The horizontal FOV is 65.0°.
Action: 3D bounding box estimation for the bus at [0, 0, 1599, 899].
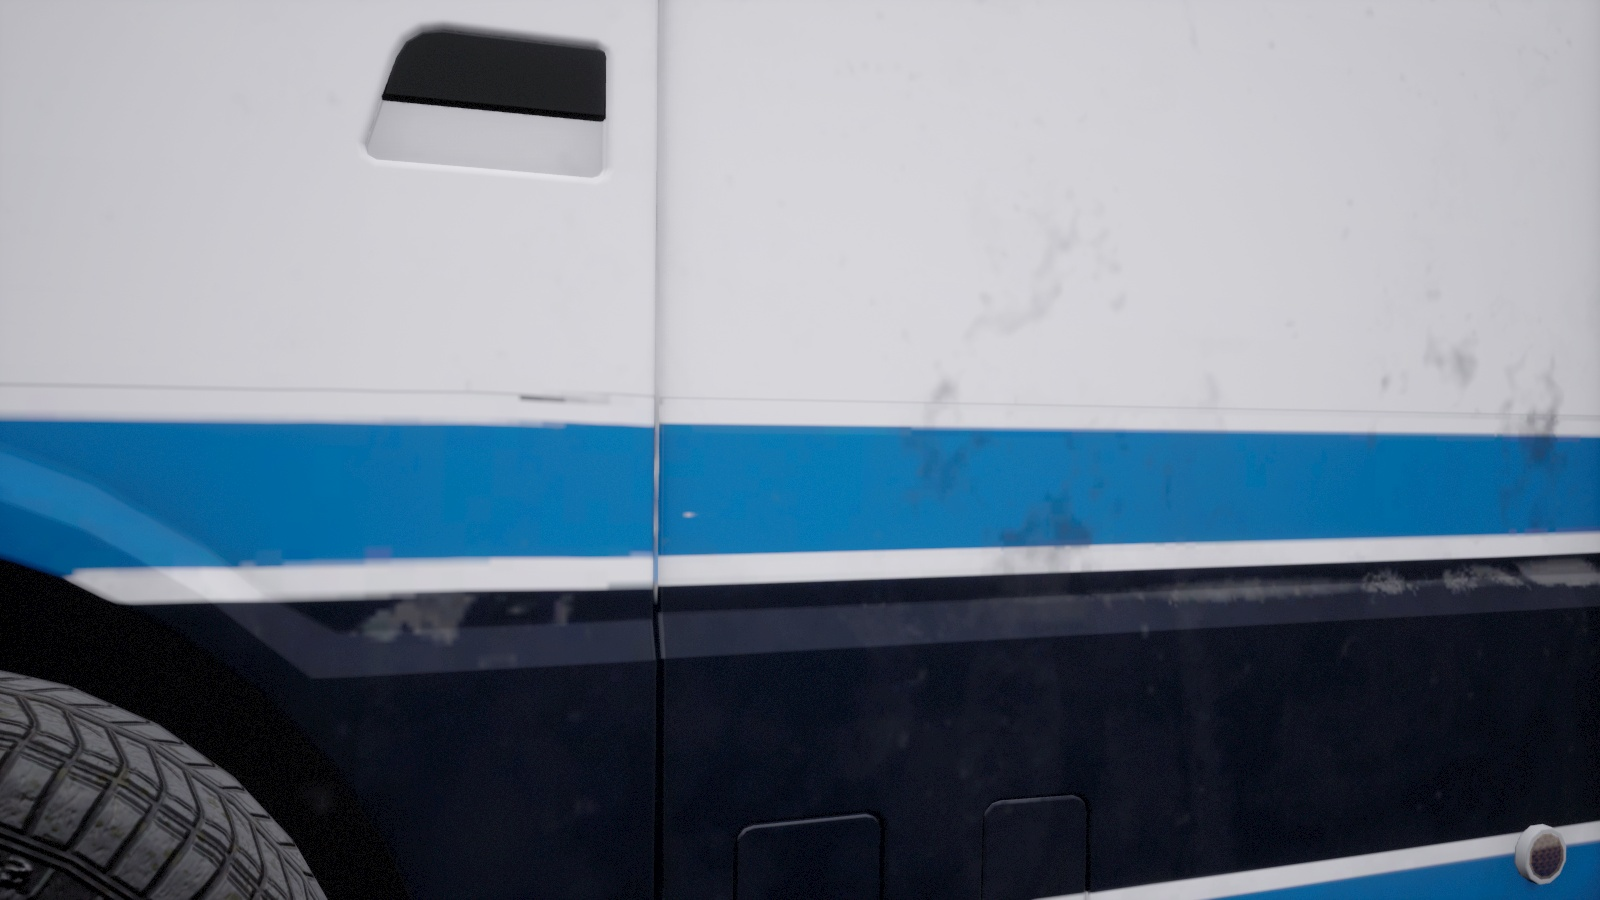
[{"bbox_3d":[1.219,-0.652,3.684,10.273,4.253,3.944,-1,1,-21],"label":"bus"}]
